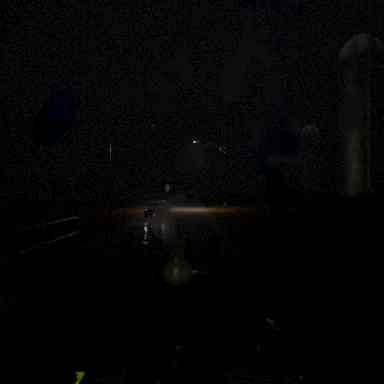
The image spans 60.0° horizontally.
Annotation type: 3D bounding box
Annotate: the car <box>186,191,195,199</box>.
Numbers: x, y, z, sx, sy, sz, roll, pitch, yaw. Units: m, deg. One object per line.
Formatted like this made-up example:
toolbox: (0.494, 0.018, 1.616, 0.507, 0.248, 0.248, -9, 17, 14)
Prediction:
car: (-0.261, 0.572, 69.294, 1.882, 1.535, 5.008, 0, 1, 0)

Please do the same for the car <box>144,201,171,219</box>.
car: (-2.866, 1.458, 27.962, 1.895, 1.301, 4.718, 0, 1, 0)

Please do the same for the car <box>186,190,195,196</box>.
car: (-0.301, 0.322, 79.752, 1.994, 1.385, 4.181, 0, 1, 0)
